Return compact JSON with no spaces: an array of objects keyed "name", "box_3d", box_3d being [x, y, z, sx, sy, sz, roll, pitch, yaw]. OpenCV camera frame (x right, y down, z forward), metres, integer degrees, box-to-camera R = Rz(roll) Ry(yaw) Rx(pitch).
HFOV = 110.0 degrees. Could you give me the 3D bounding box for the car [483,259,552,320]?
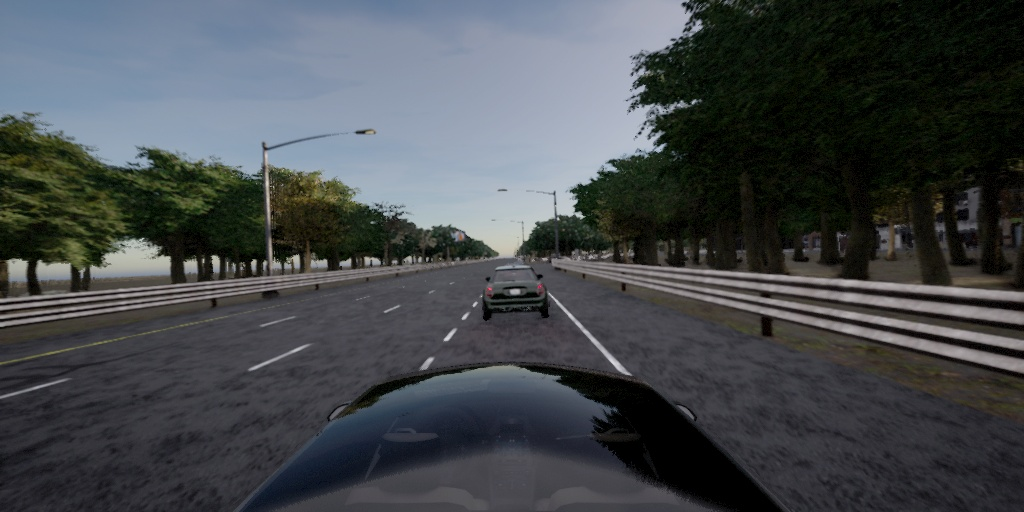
[{"name":"car","box_3d":[0.108,1.117,13.095,2.097,1.767,4.553,-3,0,0]}]
